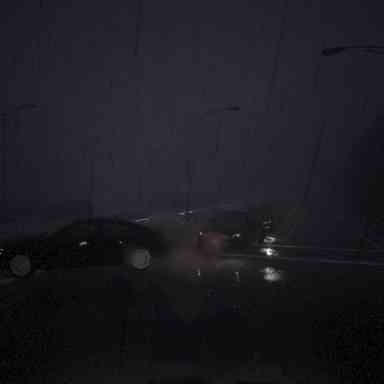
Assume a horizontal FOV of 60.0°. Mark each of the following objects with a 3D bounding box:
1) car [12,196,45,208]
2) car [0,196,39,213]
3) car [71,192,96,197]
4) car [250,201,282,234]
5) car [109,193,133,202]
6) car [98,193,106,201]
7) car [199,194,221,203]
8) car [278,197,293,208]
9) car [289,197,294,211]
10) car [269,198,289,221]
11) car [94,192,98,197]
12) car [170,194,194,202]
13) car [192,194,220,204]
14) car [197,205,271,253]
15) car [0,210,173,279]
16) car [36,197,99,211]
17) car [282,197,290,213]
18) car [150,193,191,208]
[{"bbox_3d":[-21.725,1.273,44.277,3.633,1.501,1.845,0,0,18],"label":"car"},{"bbox_3d":[-15.134,1.356,29.404,3.806,1.475,1.970,0,0,18],"label":"car"},{"bbox_3d":[-18.496,1.248,53.734,4.514,1.523,2.007,0,0,18],"label":"car"},{"bbox_3d":[3.947,1.490,19.316,1.837,1.490,4.892,0,0,19],"label":"car"},{"bbox_3d":[-13.848,1.045,65.313,4.605,1.855,1.932,0,0,18],"label":"car"},{"bbox_3d":[-20.256,1.013,70.938,3.866,1.878,1.905,0,0,18],"label":"car"},{"bbox_3d":[3.367,1.201,62.977,3.806,1.475,1.970,0,0,18],"label":"car"},{"bbox_3d":[13.552,1.481,47.824,1.837,1.490,4.892,0,0,19],"label":"car"},{"bbox_3d":[9.764,1.543,36.568,1.994,1.385,4.181,0,0,19],"label":"car"},{"bbox_3d":[5.854,1.474,24.963,2.128,1.511,4.902,0,0,19],"label":"car"},{"bbox_3d":[-21.896,1.298,67.982,3.806,1.475,1.970,0,0,18],"label":"car"},{"bbox_3d":[-2.145,1.257,68.698,4.514,1.523,2.007,0,0,18],"label":"car"},{"bbox_3d":[1.626,1.125,56.792,5.027,1.636,2.152,0,0,18],"label":"car"},{"bbox_3d":[1.804,1.514,13.906,1.812,1.442,4.674,0,0,24],"label":"car"},{"bbox_3d":[-3.089,1.475,9.893,5.008,1.535,1.882,0,0,-17],"label":"car"},{"bbox_3d":[-9.052,1.356,24.212,3.633,1.501,1.845,0,0,18],"label":"car"},{"bbox_3d":[7.728,1.486,30.528,1.837,1.490,4.892,0,0,19],"label":"car"},{"bbox_3d":[-2.992,1.074,41.781,4.605,1.855,1.932,0,0,18],"label":"car"}]
